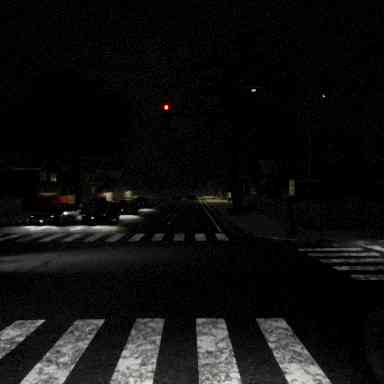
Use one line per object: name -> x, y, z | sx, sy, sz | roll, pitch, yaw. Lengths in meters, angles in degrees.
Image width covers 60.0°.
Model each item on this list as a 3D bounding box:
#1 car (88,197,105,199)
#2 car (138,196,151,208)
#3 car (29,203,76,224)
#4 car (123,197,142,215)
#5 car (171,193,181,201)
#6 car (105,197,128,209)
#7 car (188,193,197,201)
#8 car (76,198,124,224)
car -> -9.853, 1.281, 33.789 | 2.097, 1.767, 4.553 | 0, 0, 0
car -> -6.595, 1.331, 43.785 | 1.837, 1.490, 4.892 | 0, 1, 0
car -> -9.855, 1.509, 24.405 | 2.033, 1.411, 5.357 | 0, 0, 0
car -> -6.601, 1.496, 33.381 | 1.994, 1.385, 4.181 | 0, 0, 0
car -> -3.160, 0.930, 67.773 | 2.128, 1.511, 4.902 | 0, 1, 0
car -> -9.847, 1.427, 43.836 | 1.895, 1.301, 4.718 | 0, 1, 0
car -> 0.093, 0.928, 67.083 | 1.882, 1.535, 5.008 | 0, 1, 0
car -> -6.603, 1.466, 24.484 | 1.837, 1.490, 4.892 | 0, 0, 0
